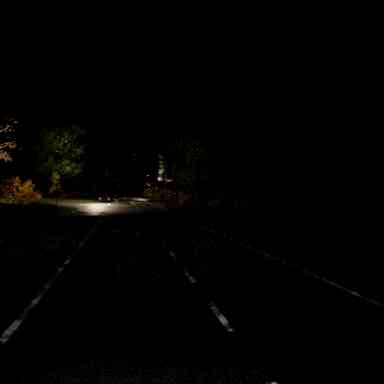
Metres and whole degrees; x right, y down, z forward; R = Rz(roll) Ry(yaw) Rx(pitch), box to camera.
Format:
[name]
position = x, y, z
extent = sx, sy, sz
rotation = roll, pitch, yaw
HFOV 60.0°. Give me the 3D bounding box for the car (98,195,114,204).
[car]
position = -15.829, 1.280, 60.600
extent = 2.097, 1.767, 4.553
rotation = 1, -1, -11
